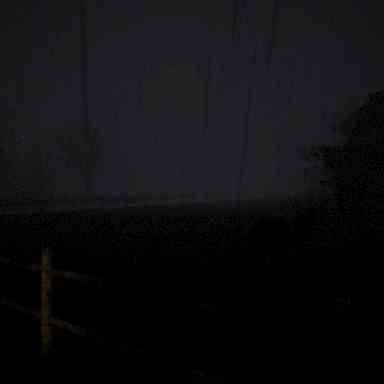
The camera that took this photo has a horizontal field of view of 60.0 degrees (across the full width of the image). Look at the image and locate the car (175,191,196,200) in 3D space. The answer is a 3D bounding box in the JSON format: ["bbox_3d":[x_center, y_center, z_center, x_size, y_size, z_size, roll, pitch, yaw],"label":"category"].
[{"bbox_3d":[-1.215,0.626,64.340,1.882,1.535,5.008,1,2,35],"label":"car"}]

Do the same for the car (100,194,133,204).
[{"bbox_3d":[-11.298,1.001,50.280,2.033,1.411,5.357,1,2,36],"label":"car"}]
